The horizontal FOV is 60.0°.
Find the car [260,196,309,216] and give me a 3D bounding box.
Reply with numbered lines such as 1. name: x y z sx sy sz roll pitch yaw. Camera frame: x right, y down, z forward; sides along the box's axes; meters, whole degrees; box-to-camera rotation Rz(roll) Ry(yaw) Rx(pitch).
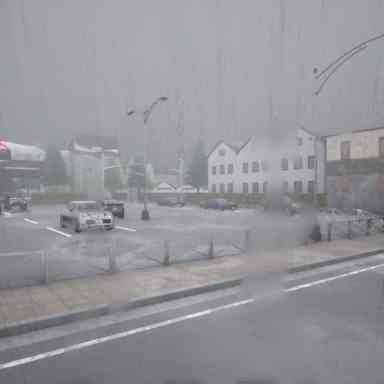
1. car: 8.460 1.176 30.600 2.097 1.767 4.553 0 0 -35

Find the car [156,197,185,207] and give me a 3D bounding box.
1. car: -3.078 1.371 46.860 2.033 1.411 5.357 0 0 -35

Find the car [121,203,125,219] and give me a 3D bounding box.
1. car: -6.749 1.313 25.535 2.007 1.523 4.514 0 0 -36

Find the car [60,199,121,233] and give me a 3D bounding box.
1. car: -5.620 1.248 17.672 1.970 1.475 3.806 0 0 -36

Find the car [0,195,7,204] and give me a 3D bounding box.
1. car: -39.497 1.495 65.893 4.611 1.667 2.242 0 0 -36

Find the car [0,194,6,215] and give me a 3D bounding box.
1. car: -18.223 1.113 29.628 1.932 1.855 4.605 0 0 -36

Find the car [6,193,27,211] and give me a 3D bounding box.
1. car: -20.135 1.092 37.938 1.905 1.878 3.866 0 0 -36

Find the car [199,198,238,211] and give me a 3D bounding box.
1. car: 2.925 1.371 38.366 2.033 1.411 5.357 0 0 -36

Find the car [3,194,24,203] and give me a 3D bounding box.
1. car: -39.270 1.328 73.021 3.866 1.878 1.905 0 0 -36
